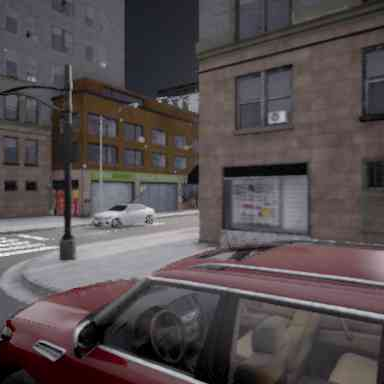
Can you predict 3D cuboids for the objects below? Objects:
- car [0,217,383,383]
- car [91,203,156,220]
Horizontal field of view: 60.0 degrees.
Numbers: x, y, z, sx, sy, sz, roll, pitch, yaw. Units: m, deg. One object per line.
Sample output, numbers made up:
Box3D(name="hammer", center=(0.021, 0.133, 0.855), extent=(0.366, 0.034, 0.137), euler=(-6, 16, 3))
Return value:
Box3D(name="car", center=(0.532, 1.315, 2.429), extent=(5.009, 1.841, 2.192), euler=(0, 0, 35))
Box3D(name="car", center=(-4.256, 1.453, 21.340), extent=(1.812, 1.442, 4.674), euler=(0, 0, 35))
